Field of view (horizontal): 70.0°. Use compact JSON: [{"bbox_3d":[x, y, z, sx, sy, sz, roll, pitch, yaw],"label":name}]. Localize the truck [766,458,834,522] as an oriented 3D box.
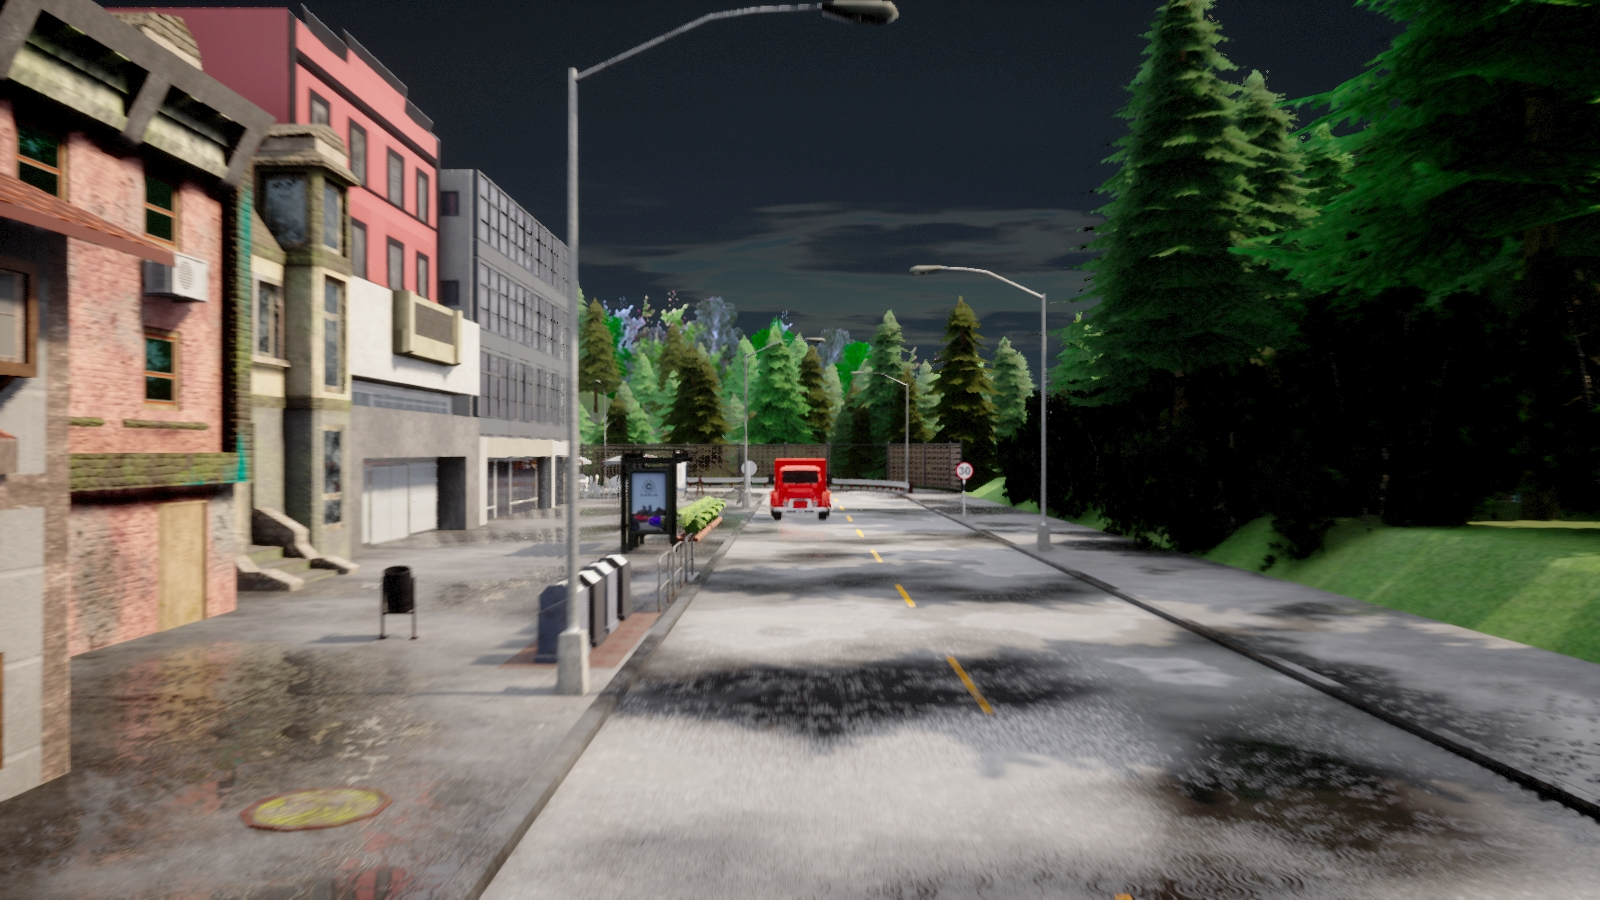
[{"bbox_3d":[0.009,1.572,46.924,2.627,2.467,5.204,0,0,0],"label":"truck"}]
